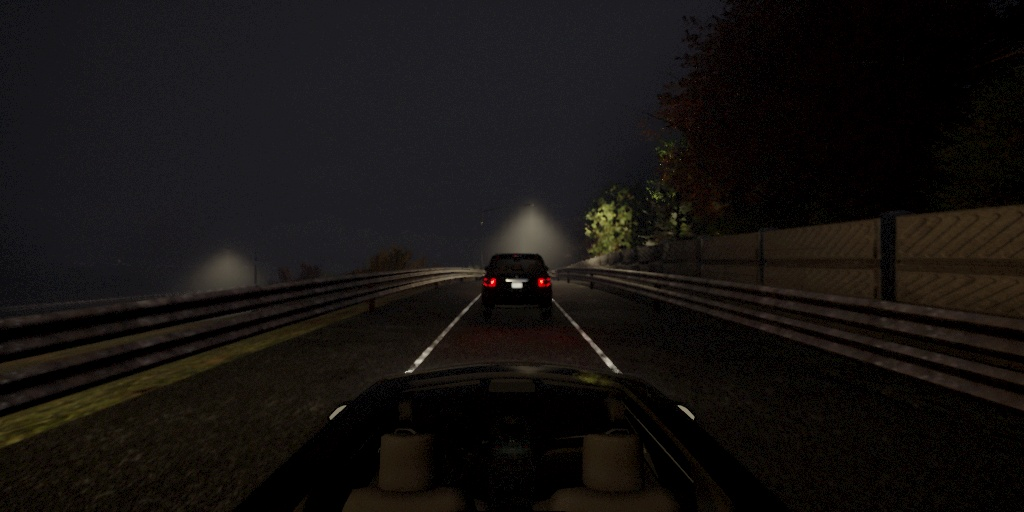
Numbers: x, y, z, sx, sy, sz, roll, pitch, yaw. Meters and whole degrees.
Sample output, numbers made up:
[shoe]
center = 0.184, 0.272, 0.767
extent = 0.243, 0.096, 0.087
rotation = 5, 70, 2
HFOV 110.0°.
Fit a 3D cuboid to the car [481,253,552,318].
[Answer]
[car]
center = 0.168, 0.939, 12.802
extent = 2.150, 2.045, 5.566
rotation = 0, 0, 1
